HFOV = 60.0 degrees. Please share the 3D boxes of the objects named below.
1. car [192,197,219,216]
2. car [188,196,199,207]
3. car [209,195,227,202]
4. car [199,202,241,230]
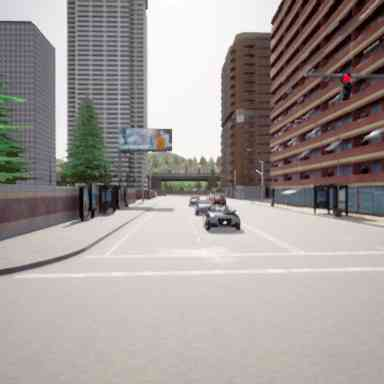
[{"bbox_3d":[1.237,1.457,32.207,1.812,1.442,4.674,0,0,-2],"label":"car"},{"bbox_3d":[0.514,1.399,49.474,1.837,1.490,4.892,0,0,-2],"label":"car"},{"bbox_3d":[4.075,1.361,50.478,1.882,1.535,5.008,0,0,-2],"label":"car"},{"bbox_3d":[1.742,1.522,20.466,1.994,1.385,4.181,0,0,-3],"label":"car"}]
